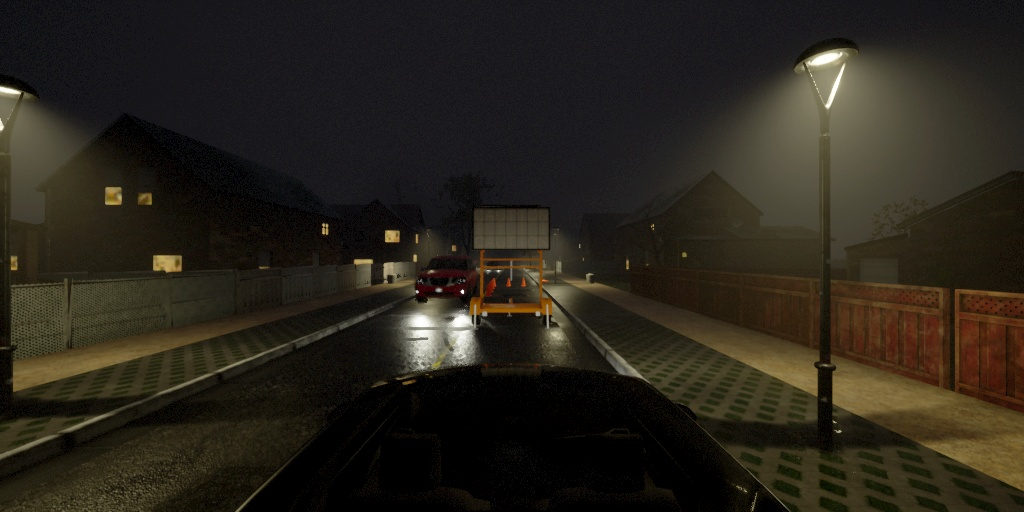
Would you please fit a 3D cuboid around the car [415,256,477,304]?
[{"bbox_3d":[-2.883,0.991,16.863,2.150,2.045,5.566,0,0,0],"label":"car"}]

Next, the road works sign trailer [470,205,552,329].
[{"bbox_3d":[-0.021,0.222,11.198,2.380,3.560,2.880,0,0,0],"label":"road works sign trailer"}]

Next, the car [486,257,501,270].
[{"bbox_3d":[-2.970,1.212,58.446,2.150,2.045,5.566,0,-1,0],"label":"car"}]
